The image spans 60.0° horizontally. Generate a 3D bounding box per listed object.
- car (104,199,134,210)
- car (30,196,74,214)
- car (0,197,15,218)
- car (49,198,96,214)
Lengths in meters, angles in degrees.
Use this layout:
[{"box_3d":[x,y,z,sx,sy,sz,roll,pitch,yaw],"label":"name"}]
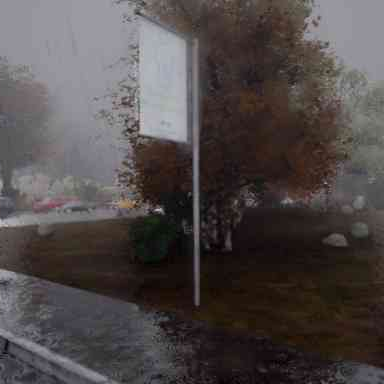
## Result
[{"box_3d":[-10.576,1.765,48.916,1.882,1.535,5.008,-1,0,38],"label":"car"},{"box_3d":[-16.870,1.547,40.868,2.150,2.045,5.566,-1,0,38],"label":"car"},{"box_3d":[-19.860,1.529,31.508,2.150,2.045,5.566,-1,0,39],"label":"car"},{"box_3d":[-13.681,1.784,39.260,2.128,1.511,4.902,-1,0,38],"label":"car"}]
